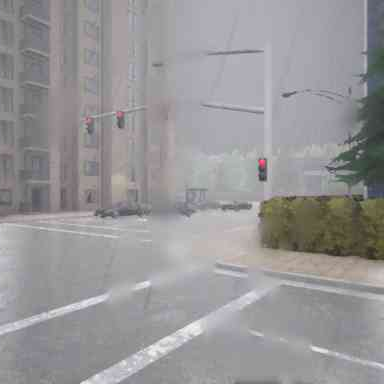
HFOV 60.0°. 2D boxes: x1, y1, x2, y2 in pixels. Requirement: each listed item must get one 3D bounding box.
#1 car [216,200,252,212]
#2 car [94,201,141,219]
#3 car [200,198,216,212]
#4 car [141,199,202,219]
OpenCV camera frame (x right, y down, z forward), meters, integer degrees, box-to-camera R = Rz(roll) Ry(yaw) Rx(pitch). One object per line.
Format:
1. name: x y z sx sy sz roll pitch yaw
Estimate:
1. car: 5.203 1.601 38.932 1.895 1.301 4.718 0 0 36
2. car: -6.042 1.547 29.480 2.033 1.411 5.357 0 0 36
3. car: 1.419 1.492 39.685 2.128 1.511 4.902 0 0 37
4. car: -1.706 1.547 29.485 2.033 1.411 5.357 0 0 36
